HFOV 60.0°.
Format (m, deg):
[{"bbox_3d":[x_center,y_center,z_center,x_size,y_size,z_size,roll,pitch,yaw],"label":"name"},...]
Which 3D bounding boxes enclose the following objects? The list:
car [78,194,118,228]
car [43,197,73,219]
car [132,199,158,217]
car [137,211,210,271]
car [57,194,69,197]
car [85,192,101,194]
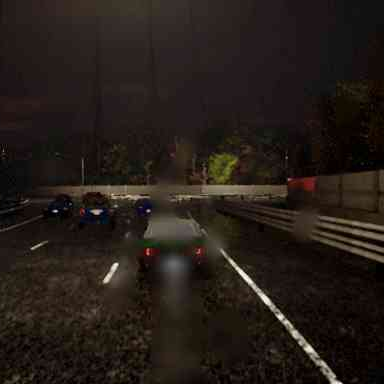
[{"bbox_3d":[-5.825,1.220,21.087,2.097,1.767,4.553,0,0,-11],"label":"car"},{"bbox_3d":[-10.905,1.407,27.238,1.994,1.385,4.181,0,0,-15],"label":"car"},{"bbox_3d":[-4.100,1.335,28.938,1.812,1.442,4.674,0,0,-15],"label":"car"},{"bbox_3d":[-0.602,1.527,10.659,1.895,1.301,4.718,0,0,-4],"label":"car"},{"bbox_3d":[-17.416,1.094,44.768,2.097,1.767,4.553,0,1,-25],"label":"car"},{"bbox_3d":[-13.119,0.954,43.870,2.150,2.045,5.566,0,0,-24],"label":"car"}]
